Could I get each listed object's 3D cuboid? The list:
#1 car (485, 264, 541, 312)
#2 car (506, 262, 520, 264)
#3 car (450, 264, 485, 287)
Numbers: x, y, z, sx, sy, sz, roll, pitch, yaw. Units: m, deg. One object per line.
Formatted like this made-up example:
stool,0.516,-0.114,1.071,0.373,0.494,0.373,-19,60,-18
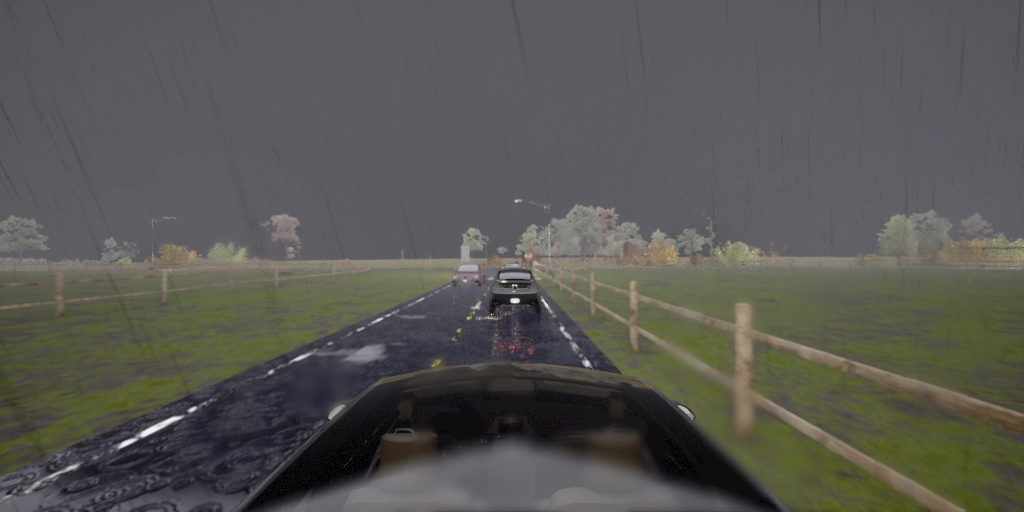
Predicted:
car,0.104,1.237,14.205,1.837,1.490,4.892,0,0,0
car,0.105,1.256,31.149,2.033,1.411,5.357,0,0,0
car,-2.842,1.245,24.108,1.812,1.442,4.674,0,0,0
